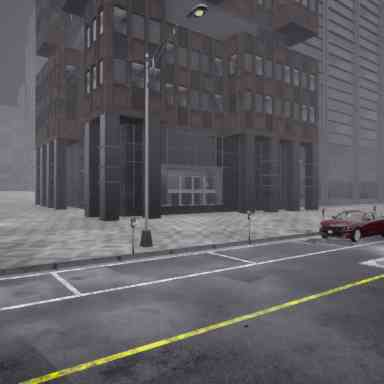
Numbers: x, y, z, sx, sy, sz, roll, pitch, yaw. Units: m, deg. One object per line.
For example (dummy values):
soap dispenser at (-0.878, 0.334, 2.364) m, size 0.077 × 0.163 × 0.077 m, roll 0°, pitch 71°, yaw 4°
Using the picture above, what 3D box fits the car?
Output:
car at (8.040, 1.546, 16.247) m, size 4.507 × 1.381 × 1.887 m, roll 0°, pitch 0°, yaw -35°
